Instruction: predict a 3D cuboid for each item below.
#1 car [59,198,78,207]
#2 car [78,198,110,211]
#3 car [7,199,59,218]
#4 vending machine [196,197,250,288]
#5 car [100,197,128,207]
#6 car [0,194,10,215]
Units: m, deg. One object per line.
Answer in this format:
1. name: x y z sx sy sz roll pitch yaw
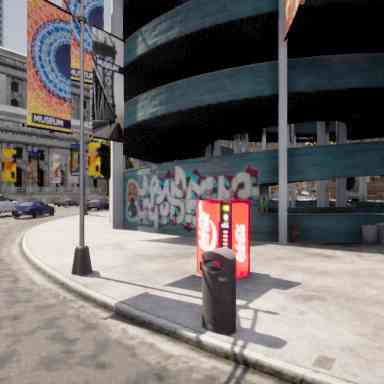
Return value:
1. car: -18.448 1.548 50.869 2.033 1.411 5.357 0 0 31
2. car: -11.286 1.547 41.696 2.033 1.411 5.357 0 0 26
3. car: -14.150 1.526 29.978 1.812 1.442 4.674 0 0 3
4. vending machine: 0.791 1.195 8.448 0.880 2.100 1.100 0 0 45
5. car: -12.502 1.565 53.638 1.994 1.385 4.181 0 0 35
6. car: -17.742 1.218 30.055 2.150 2.045 5.566 0 0 3
